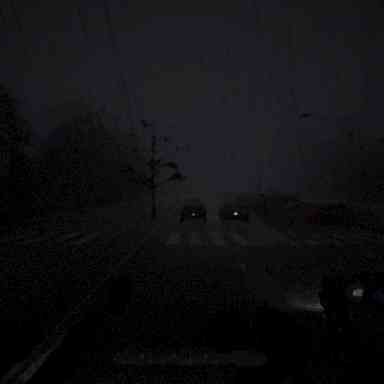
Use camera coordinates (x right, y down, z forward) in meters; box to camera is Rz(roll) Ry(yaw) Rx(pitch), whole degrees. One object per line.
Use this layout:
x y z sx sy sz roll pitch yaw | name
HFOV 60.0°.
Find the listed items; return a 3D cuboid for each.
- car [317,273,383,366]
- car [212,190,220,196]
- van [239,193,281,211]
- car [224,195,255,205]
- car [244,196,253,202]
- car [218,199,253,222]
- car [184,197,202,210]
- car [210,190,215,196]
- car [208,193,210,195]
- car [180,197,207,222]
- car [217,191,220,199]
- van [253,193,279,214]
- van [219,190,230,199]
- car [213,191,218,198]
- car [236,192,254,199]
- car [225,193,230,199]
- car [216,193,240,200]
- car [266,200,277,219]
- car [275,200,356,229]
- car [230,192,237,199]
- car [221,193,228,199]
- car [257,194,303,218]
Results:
3.100 1.531 3.323 2.033 1.411 5.357 0 1 0 | car
8.099 0.987 80.695 4.674 1.452 2.002 0 1 -20 | car
7.981 1.185 38.871 4.442 1.987 1.878 1 0 -20 | van
8.120 1.338 56.840 4.792 1.488 2.163 1 0 -20 | car
8.078 1.426 32.950 4.892 1.521 2.231 1 0 -20 | car
3.111 1.516 25.631 1.994 1.385 4.181 0 0 0 | car
0.118 1.402 42.837 2.128 1.511 4.902 0 0 0 | car
8.117 0.821 89.633 4.892 1.521 2.231 1 1 -20 | car
8.138 0.529 92.632 5.566 2.045 2.435 1 1 -20 | car
0.110 1.429 25.857 1.882 1.535 5.008 0 0 0 | car
8.070 1.066 65.769 4.553 1.767 2.185 0 1 -20 | car
8.195 1.207 30.010 4.442 1.987 1.878 1 0 -20 | van
7.991 1.010 62.741 4.442 1.987 1.878 0 1 -20 | van
7.926 1.092 71.680 5.366 1.575 1.946 0 1 -20 | car
8.064 1.167 35.918 5.566 2.045 2.435 1 0 -20 | car
8.064 1.388 50.843 4.792 1.488 2.163 1 1 -20 | car
8.127 1.075 74.742 4.792 1.488 2.163 0 1 -20 | car
8.076 1.485 24.003 4.674 1.452 2.002 1 0 -20 | car
8.054 1.481 20.985 4.792 1.488 2.163 1 0 -20 | car
8.117 1.153 41.914 5.566 2.045 2.435 1 0 -20 | car
7.920 1.330 53.771 5.366 1.575 1.946 1 1 -20 | car
8.054 1.312 26.975 4.553 1.767 2.185 1 0 -20 | car
